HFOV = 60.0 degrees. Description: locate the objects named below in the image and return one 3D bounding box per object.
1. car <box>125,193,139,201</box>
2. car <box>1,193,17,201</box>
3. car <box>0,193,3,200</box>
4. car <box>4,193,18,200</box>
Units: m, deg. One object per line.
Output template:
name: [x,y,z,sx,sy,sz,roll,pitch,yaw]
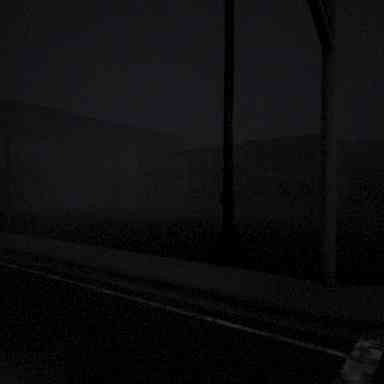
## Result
car: [-11.630,1.023,69.185,2.097,1.767,4.553,0,0,37]
car: [-34.954,1.015,64.260,2.038,1.542,4.974,0,0,-23]
car: [-38.532,0.844,63.050,4.536,1.218,1.853,0,0,7]
car: [-34.974,0.858,64.307,1.853,1.218,4.536,0,0,-23]
